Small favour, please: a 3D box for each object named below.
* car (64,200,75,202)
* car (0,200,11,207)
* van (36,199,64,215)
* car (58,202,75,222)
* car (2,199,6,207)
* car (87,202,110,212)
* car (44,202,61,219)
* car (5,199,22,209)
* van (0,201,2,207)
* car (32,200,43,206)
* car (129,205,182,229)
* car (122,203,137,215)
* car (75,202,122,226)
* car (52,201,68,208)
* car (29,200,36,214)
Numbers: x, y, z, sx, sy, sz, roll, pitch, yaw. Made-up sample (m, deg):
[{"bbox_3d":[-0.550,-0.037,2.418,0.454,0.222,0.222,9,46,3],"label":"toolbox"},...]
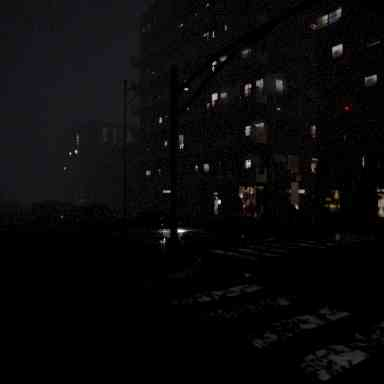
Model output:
[{"bbox_3d":[-16.147,2.095,42.958,1.812,1.442,4.674,0,-1,-35],"label":"car"},{"bbox_3d":[-42.647,2.665,75.721,1.752,1.417,4.829,-1,0,-35],"label":"car"},{"bbox_3d":[-17.106,1.900,39.860,1.690,1.788,3.998,-1,0,-35],"label":"van"},{"bbox_3d":[-10.593,1.933,30.721,1.752,1.417,4.829,-1,0,-35],"label":"car"},{"bbox_3d":[-36.334,2.542,66.860,1.887,1.381,4.507,-1,0,-35],"label":"car"},{"bbox_3d":[-13.687,2.190,48.649,1.947,1.339,4.313,-1,0,-35],"label":"car"},{"bbox_3d":[-13.896,2.035,35.359,2.008,1.369,4.403,-1,0,-35],"label":"car"},{"bbox_3d":[-33.131,2.365,62.360,1.967,1.590,4.097,-1,0,-35],"label":"car"},{"bbox_3d":[-39.543,2.411,71.360,1.690,1.788,3.998,-1,0,-35],"label":"van"},{"bbox_3d":[-39.313,2.772,84.625,1.947,1.339,4.313,-1,0,-35],"label":"car"},{"bbox_3d":[-2.499,1.834,23.799,1.994,1.385,4.181,0,-1,-35],"label":"car"},{"bbox_3d":[-7.380,2.004,39.793,1.752,1.417,4.829,-1,0,-35],"label":"car"},{"bbox_3d":[-7.487,1.776,26.360,1.967,1.590,4.097,-1,0,-35],"label":"car"},{"bbox_3d":[-26.501,2.461,66.637,1.887,1.381,4.507,-1,0,-35],"label":"car"},{"bbox_3d":[-20.309,2.072,44.360,1.967,1.590,4.097,-1,0,-35],"label":"car"}]
